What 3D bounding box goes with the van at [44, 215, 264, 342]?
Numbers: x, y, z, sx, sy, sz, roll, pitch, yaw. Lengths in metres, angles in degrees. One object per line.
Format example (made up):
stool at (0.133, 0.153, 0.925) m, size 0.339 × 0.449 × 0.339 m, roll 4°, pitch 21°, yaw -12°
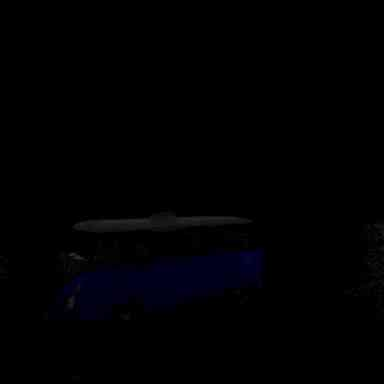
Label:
van at (-0.463, 1.363, 6.211) m, size 3.998 × 1.788 × 1.690 m, roll 0°, pitch -1°, yaw -36°
